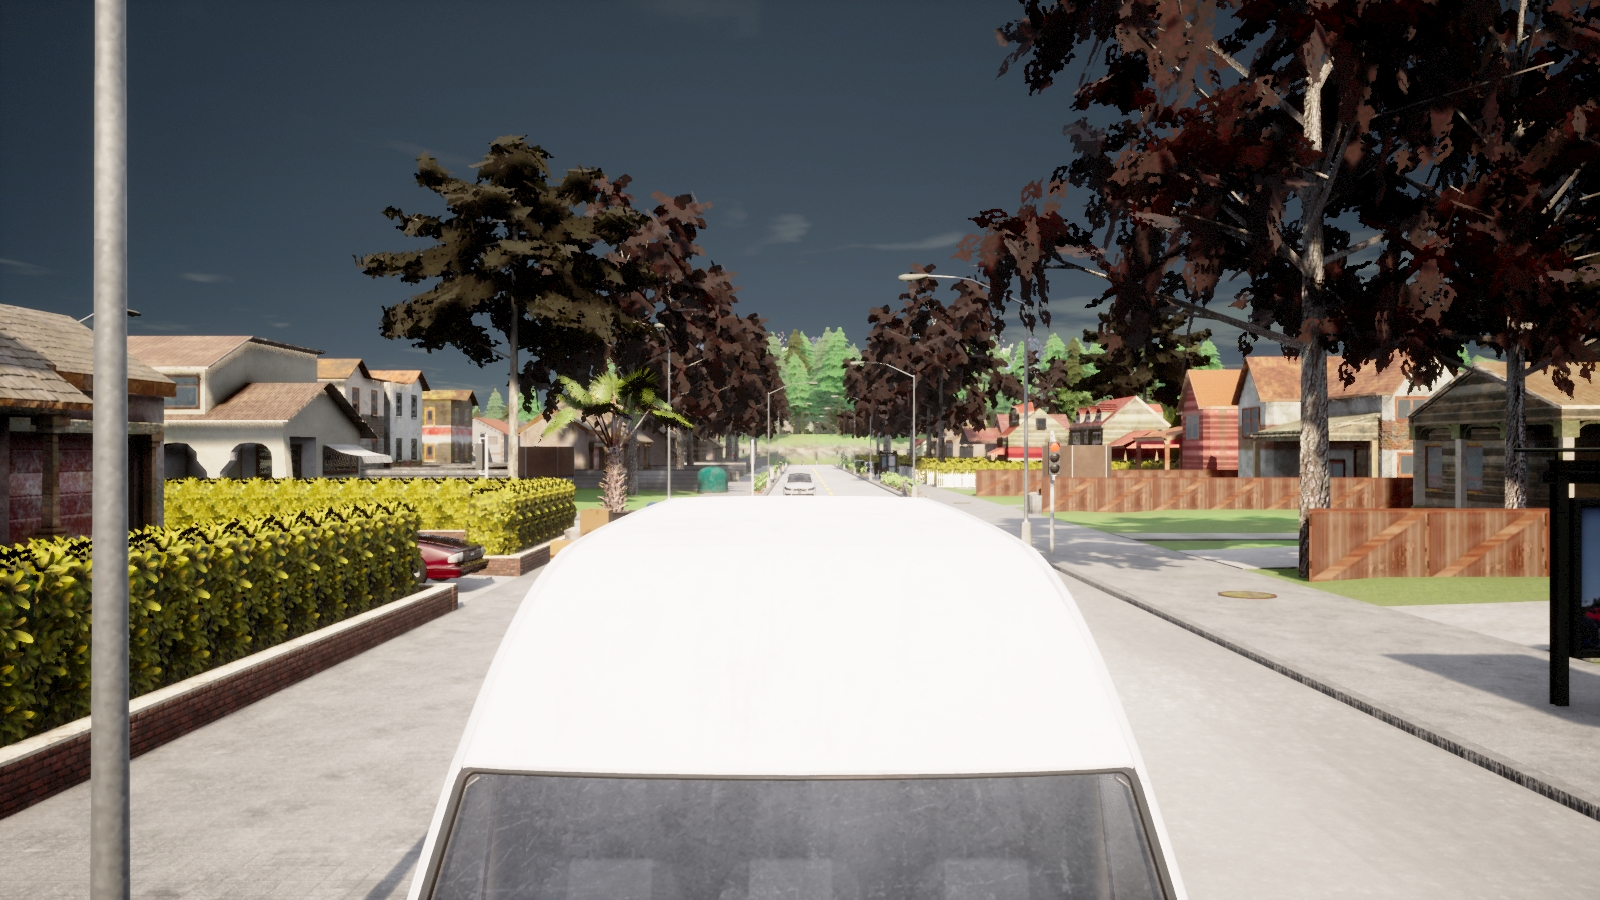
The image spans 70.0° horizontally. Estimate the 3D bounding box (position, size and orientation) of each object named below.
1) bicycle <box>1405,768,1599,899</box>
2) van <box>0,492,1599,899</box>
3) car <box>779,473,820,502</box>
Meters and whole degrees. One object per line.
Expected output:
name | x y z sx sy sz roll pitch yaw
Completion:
bicycle | 2.687 2.062 3.843 0.329 1.471 1.835 0 0 0
van | 0.002 1.537 4.030 1.988 2.561 5.915 0 0 0
car | -0.024 2.087 64.492 2.231 1.480 4.892 0 0 0
